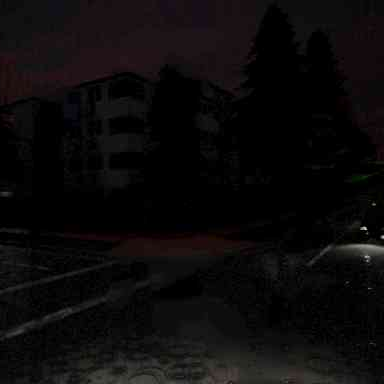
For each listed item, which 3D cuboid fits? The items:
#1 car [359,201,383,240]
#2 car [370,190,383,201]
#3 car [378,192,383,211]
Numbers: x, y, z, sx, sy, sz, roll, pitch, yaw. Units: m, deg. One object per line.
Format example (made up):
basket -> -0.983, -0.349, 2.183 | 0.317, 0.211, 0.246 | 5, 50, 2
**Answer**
car -> 8.860, 1.329, 15.189 | 2.033, 1.411, 5.357 | -1, 0, 32
car -> 14.183, 0.876, 23.847 | 2.150, 2.045, 5.566 | -1, 0, 32
car -> 19.592, 0.878, 32.611 | 2.097, 1.767, 4.553 | -1, 0, 32
